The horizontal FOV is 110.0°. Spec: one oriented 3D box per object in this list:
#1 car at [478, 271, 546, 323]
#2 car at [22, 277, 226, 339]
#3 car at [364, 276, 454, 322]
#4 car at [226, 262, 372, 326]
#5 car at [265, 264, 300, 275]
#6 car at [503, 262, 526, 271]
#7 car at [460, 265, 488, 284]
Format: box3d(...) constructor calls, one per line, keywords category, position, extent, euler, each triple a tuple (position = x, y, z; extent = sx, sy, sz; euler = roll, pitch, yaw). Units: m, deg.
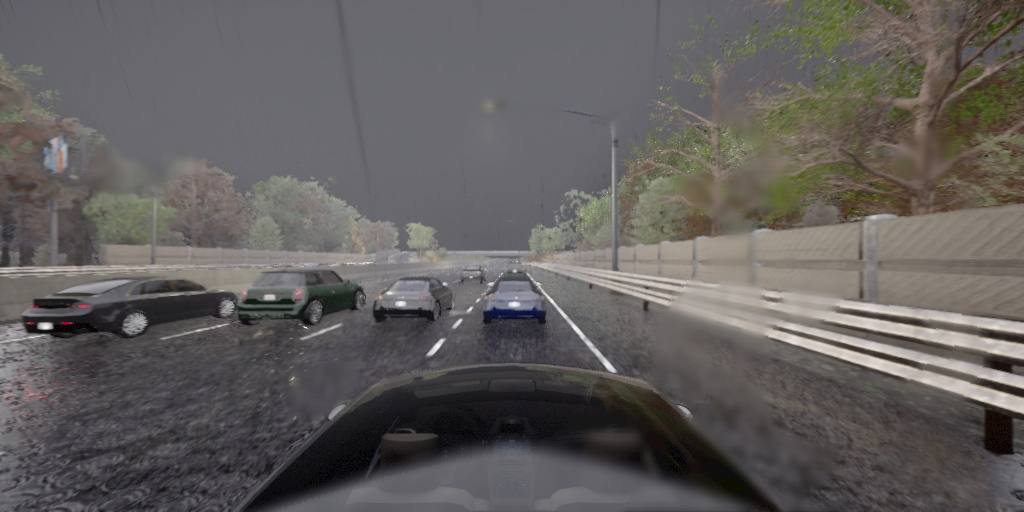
box3d(category="car", position=(0.088, 1.408, 12.537), extent=(1.994, 1.385, 4.181), euler=(0, -1, 0))
box3d(category="car", position=(-10.328, 1.333, 10.379), extent=(1.837, 1.490, 4.892), euler=(0, -1, 0))
box3d(category="car", position=(-3.308, 1.411, 12.735), extent=(1.994, 1.385, 4.181), euler=(0, -1, 0))
box3d(category="car", position=(-6.815, 1.195, 12.231), extent=(2.097, 1.767, 4.553), euler=(0, -1, 0))
box3d(category="car", position=(-31.155, 1.755, 48.860), extent=(1.994, 1.385, 4.181), euler=(0, -1, 1))
box3d(category="car", position=(0.268, 1.387, 33.929), extent=(2.097, 1.767, 4.553), euler=(0, -1, 0))
box3d(category="car", position=(-3.162, 1.494, 30.271), extent=(2.128, 1.511, 4.902), euler=(0, -1, 0))
